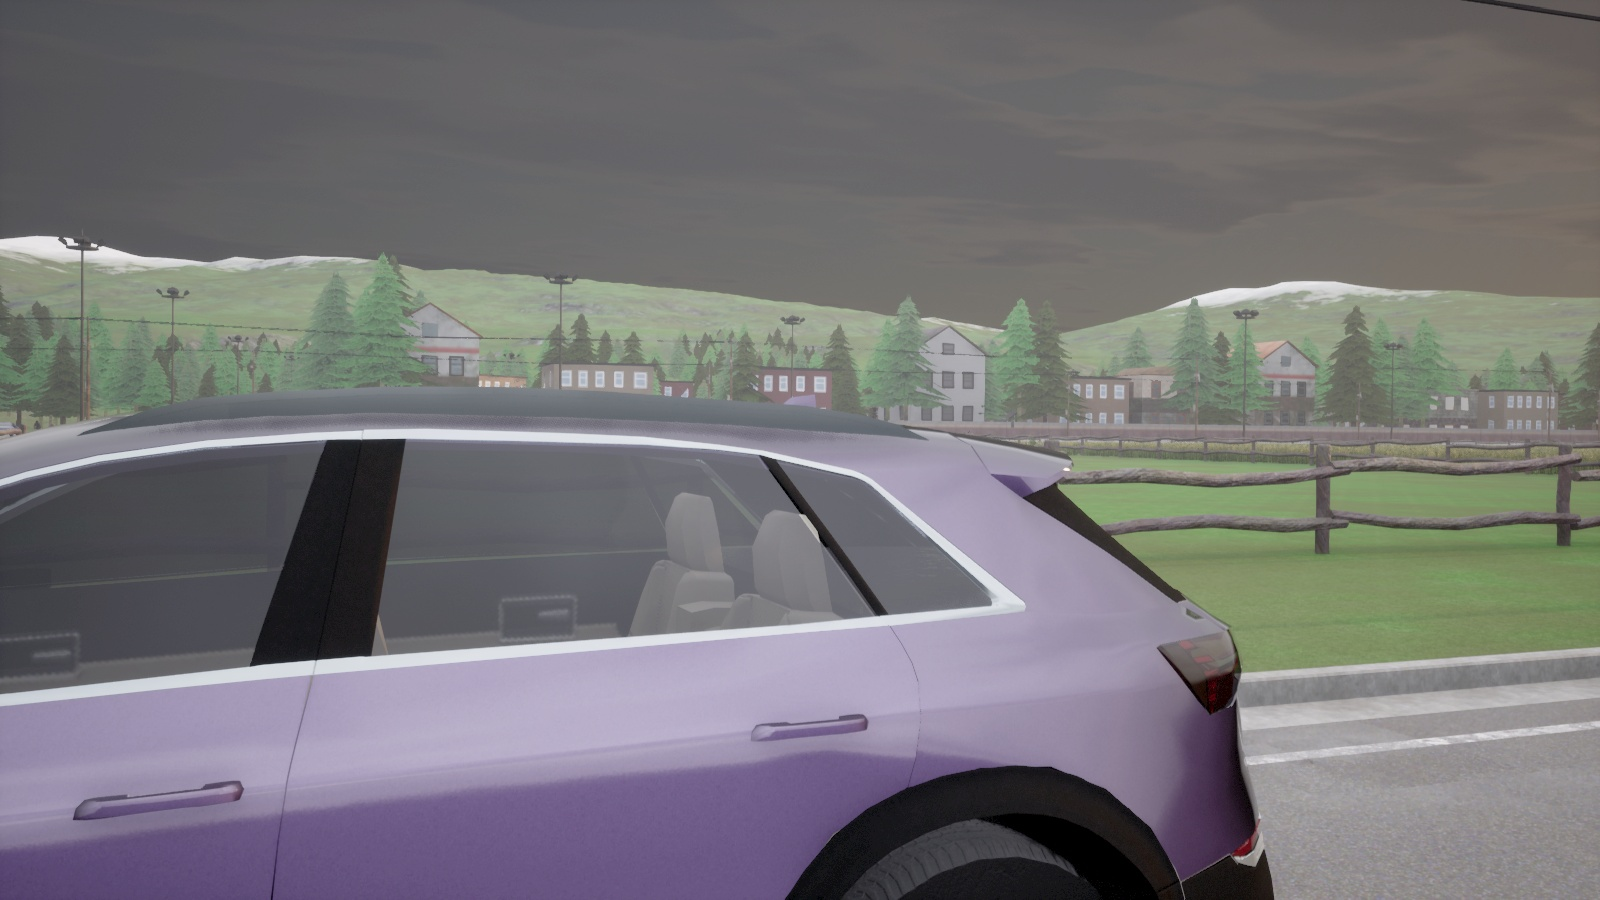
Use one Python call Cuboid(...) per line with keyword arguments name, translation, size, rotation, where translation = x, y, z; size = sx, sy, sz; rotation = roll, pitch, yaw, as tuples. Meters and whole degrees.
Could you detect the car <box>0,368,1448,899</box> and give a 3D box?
Cuboid(name="car", translation=(-1.249, 0.697, 2.765), size=(4.856, 1.649, 2.033), rotation=(-1, 1, -21))
